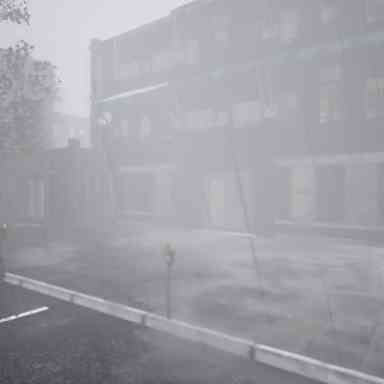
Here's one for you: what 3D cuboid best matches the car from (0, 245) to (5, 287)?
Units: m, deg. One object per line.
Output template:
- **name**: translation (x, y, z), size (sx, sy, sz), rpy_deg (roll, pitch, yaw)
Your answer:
- **car**: translation (-5.979, 1.329, 7.132), size (5.009, 1.841, 2.192), rpy_deg (0, 0, 35)
